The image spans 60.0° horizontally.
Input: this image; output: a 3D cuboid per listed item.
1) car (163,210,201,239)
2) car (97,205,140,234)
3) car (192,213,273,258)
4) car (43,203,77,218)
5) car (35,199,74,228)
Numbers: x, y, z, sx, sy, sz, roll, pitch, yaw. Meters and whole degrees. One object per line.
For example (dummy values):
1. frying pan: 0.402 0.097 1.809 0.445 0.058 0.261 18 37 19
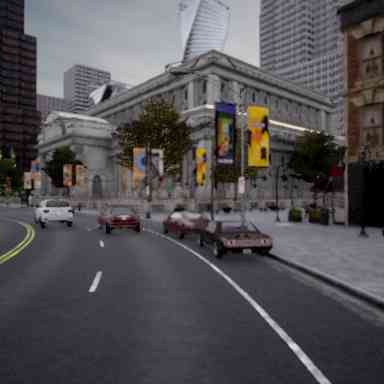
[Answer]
1. car: -0.302 1.765 19.020 2.002 1.452 4.674 0 -1 -21
2. car: -4.896 1.638 21.793 2.097 1.767 4.553 0 -1 -23
3. car: 1.486 1.769 13.575 1.895 1.301 4.718 0 -1 -11
4. car: -14.601 1.980 36.719 2.128 1.511 4.902 1 -1 -39
5. car: -10.795 1.566 25.809 2.150 2.045 5.566 1 -1 -31
